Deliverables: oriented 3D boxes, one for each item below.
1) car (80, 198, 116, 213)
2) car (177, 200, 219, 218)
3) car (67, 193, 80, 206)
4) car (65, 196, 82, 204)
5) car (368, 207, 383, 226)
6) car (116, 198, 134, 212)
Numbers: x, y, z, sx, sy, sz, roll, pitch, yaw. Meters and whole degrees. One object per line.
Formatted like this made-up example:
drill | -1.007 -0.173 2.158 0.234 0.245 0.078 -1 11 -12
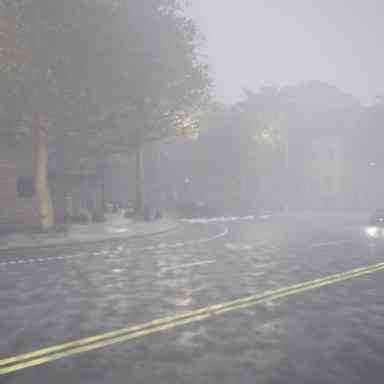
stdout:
car | -11.958 1.489 42.058 2.231 1.521 4.892 0 0 -35
car | 0.469 1.487 30.423 1.882 1.535 5.008 0 0 -33
car | -19.777 1.237 54.124 2.435 2.045 5.566 0 0 -35
car | -22.487 1.575 63.239 1.994 1.385 4.181 0 0 -35
car | 13.634 1.576 22.309 4.181 1.385 1.994 0 0 -35
car | -9.429 1.501 44.613 2.128 1.511 4.902 0 0 -35
